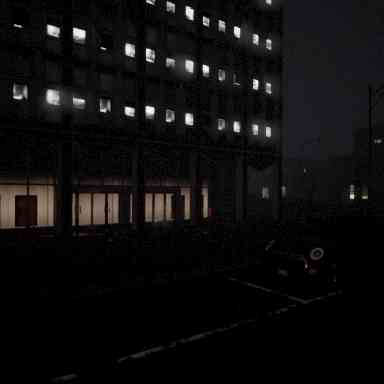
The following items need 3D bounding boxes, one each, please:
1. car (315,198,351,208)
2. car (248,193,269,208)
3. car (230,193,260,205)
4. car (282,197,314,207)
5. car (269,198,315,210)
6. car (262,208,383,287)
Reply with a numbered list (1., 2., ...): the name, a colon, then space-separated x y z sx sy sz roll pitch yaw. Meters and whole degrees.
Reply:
1. car: 18.511 1.447 44.095 1.752 1.417 4.829 1 0 -35
2. car: 8.567 1.168 43.742 2.192 1.841 5.009 1 0 -35
3. car: 9.157 1.168 57.615 2.192 1.841 5.009 1 0 -35
4. car: 15.457 1.480 48.509 1.802 1.307 4.206 1 0 -35
5. car: 11.716 1.427 39.188 2.008 1.369 4.403 1 0 -35
6. car: 3.850 1.441 9.312 4.097 1.590 1.967 0 0 -36
